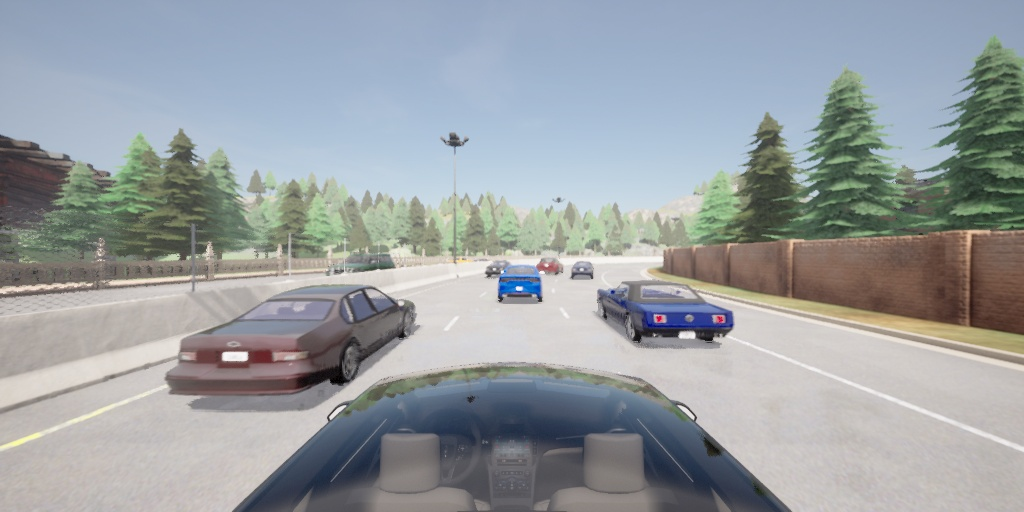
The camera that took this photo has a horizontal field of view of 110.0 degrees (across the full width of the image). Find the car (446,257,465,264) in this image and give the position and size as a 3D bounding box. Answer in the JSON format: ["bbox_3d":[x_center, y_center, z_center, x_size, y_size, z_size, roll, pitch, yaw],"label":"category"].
[{"bbox_3d":[-8.093,0.924,54.395,1.882,1.535,5.008,0,0,24],"label":"car"}]

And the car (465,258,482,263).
[{"bbox_3d":[-4.702,1.017,53.408,1.994,1.385,4.181,0,0,24],"label":"car"}]

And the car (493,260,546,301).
[{"bbox_3d":[0.467,1.141,16.757,1.882,1.535,5.008,0,0,4],"label":"car"}]

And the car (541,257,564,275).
[{"bbox_3d":[3.801,0.909,35.297,2.097,1.767,4.553,0,0,16],"label":"car"}]

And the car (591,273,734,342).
[{"bbox_3d":[3.636,1.305,9.571,1.895,1.301,4.718,0,0,1],"label":"car"}]

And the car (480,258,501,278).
[{"bbox_3d":[-0.847,1.125,31.621,2.033,1.411,5.357,0,0,13],"label":"car"}]

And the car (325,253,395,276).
[{"bbox_3d":[-9.652,0.847,23.375,2.150,2.045,5.566,0,0,8],"label":"car"}]

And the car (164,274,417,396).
[{"bbox_3d":[-3.396,1.268,6.911,2.033,1.411,5.357,0,0,0],"label":"car"}]

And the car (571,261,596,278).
[{"bbox_3d":[6.165,1.129,30.908,2.033,1.411,5.357,0,0,14],"label":"car"}]
